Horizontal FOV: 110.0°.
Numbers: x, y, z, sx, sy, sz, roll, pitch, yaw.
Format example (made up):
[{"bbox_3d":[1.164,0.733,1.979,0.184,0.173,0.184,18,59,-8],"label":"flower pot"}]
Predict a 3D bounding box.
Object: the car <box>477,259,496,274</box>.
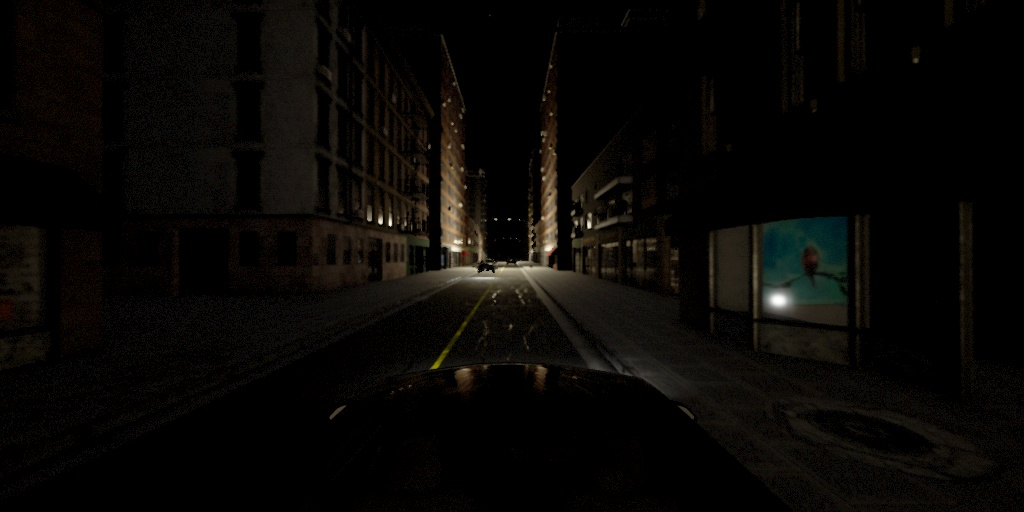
[{"bbox_3d":[-2.806,1.092,39.875,2.128,1.511,4.902,0,0,0],"label":"car"}]
